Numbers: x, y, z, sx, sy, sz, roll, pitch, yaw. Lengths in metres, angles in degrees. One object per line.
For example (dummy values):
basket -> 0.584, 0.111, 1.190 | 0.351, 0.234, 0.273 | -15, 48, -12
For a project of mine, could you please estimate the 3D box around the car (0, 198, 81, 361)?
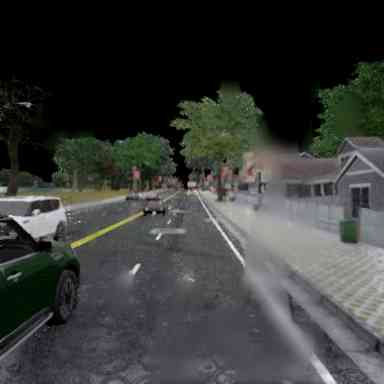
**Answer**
car -> -3.158, 1.210, 3.881 | 2.150, 2.045, 5.566 | 0, 1, 0

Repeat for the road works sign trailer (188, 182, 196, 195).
road works sign trailer -> -0.009, -0.993, 89.386 | 2.380, 3.560, 2.880 | 0, 1, 1

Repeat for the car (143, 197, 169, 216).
car -> -3.151, 1.424, 29.977 | 1.895, 1.301, 4.718 | 0, 1, 0

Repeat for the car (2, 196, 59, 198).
car -> -6.599, 1.178, 12.588 | 2.150, 2.045, 5.566 | 0, 0, 0

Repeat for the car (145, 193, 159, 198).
car -> -6.559, 0.851, 55.143 | 1.882, 1.535, 5.008 | 0, 1, 0

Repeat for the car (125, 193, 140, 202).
car -> -9.800, 0.920, 55.154 | 2.033, 1.411, 5.357 | 0, 1, 1
